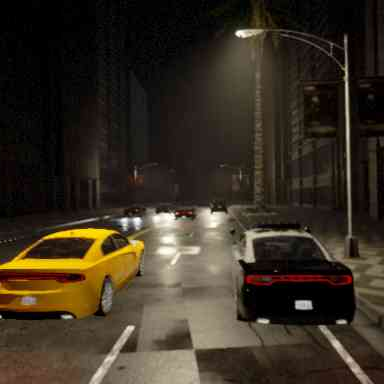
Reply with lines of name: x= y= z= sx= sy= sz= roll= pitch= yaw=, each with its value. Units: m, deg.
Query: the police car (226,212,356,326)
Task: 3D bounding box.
police car: x=1.832 y=1.478 z=7.470 sx=1.930 sy=1.638 sz=5.238 roll=-1 pitch=-1 yaw=4

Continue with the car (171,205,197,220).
car: x=-0.565 y=1.987 z=32.512 sx=1.895 sy=1.301 sz=4.718 roll=-1 pitch=-1 yaw=4

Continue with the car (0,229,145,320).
car: x=-2.439 y=1.610 z=7.819 sx=1.882 sy=1.535 sz=5.008 roll=-1 pitch=0 yaw=4

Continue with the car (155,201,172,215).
car: x=-3.346 y=2.141 z=41.392 sx=1.895 sy=1.301 sz=4.718 roll=-1 pitch=-1 yaw=4

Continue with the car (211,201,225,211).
car: x=3.938 y=2.063 z=50.211 sx=2.033 sy=1.411 sz=5.357 roll=-1 pitch=-1 yaw=4

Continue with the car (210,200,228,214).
car: x=3.310 y=1.767 z=40.813 sx=2.097 sy=1.767 sz=4.553 roll=-1 pitch=-1 yaw=5

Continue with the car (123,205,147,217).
car: x=-6.746 y=2.180 z=39.542 sx=1.895 sy=1.301 sz=4.718 roll=-1 pitch=-1 yaw=4
